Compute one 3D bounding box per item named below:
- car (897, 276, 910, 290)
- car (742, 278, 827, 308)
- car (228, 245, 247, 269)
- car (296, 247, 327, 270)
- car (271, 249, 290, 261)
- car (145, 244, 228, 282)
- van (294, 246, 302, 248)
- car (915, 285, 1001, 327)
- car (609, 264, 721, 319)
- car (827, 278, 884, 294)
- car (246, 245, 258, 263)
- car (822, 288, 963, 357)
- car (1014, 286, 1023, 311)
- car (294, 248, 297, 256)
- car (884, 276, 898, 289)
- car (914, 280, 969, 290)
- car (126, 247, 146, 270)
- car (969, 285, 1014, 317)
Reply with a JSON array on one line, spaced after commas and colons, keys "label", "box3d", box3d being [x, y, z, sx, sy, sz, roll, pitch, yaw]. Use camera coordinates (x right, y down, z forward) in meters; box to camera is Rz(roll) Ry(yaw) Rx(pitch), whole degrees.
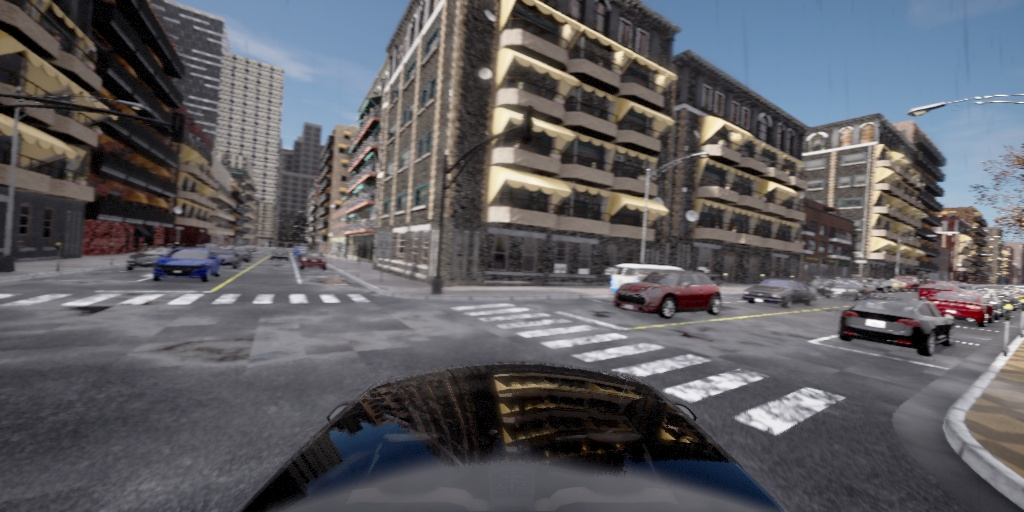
[{"label": "car", "box3d": [43.750, 3.380, 41.377, 4.829, 1.417, 1.751, 0, 0, -33]}, {"label": "car", "box3d": [14.741, 1.960, 19.581, 5.357, 1.411, 2.033, 3, 1, -33]}, {"label": "car", "box3d": [-20.948, 0.153, 26.025, 1.994, 1.385, 4.181, 4, -1, -31]}, {"label": "car", "box3d": [-16.895, 0.323, 30.353, 1.967, 1.591, 4.097, 0, 0, -32]}, {"label": "car", "box3d": [-27.751, -0.166, 42.957, 2.033, 1.411, 5.357, 4, -1, -33]}, {"label": "car", "box3d": [-15.689, 0.338, 17.571, 1.882, 1.535, 5.008, 4, -1, -32]}, {"label": "van", "box3d": [-31.504, -0.524, 53.803, 1.690, 1.789, 3.998, 0, 0, -32]}, {"label": "car", "box3d": [20.350, 2.296, 16.337, 4.507, 1.381, 1.888, 0, 0, -33]}, {"label": "car", "box3d": [6.126, 1.332, 14.047, 4.553, 1.767, 2.097, 3, 1, -32]}, {"label": "car", "box3d": [24.234, 2.381, 25.677, 4.902, 1.511, 2.128, 3, 1, -33]}, {"label": "car", "box3d": [-26.217, -0.190, 34.489, 2.128, 1.511, 4.902, 4, -1, -32]}, {"label": "car", "box3d": [10.996, 1.848, 10.310, 4.313, 1.339, 1.948, 0, 0, -33]}, {"label": "car", "box3d": [34.384, 3.007, 25.379, 4.403, 1.370, 2.007, 0, 0, -33]}, {"label": "car", "box3d": [-25.660, -0.016, 44.423, 2.007, 1.370, 4.403, 0, 0, -32]}, {"label": "car", "box3d": [39.216, 3.184, 38.455, 4.313, 1.339, 1.948, 0, 0, -33]}, {"label": "car", "box3d": [33.539, 2.865, 27.946, 5.008, 1.535, 1.882, 3, 1, -32]}, {"label": "car", "box3d": [-21.069, 0.096, 21.232, 2.007, 1.370, 4.403, 0, 0, -32]}, {"label": "car", "box3d": [25.029, 2.537, 19.351, 4.403, 1.370, 2.007, 0, 0, -33]}]
